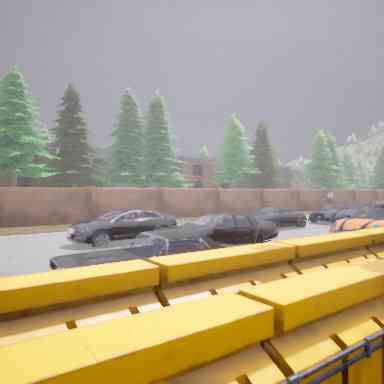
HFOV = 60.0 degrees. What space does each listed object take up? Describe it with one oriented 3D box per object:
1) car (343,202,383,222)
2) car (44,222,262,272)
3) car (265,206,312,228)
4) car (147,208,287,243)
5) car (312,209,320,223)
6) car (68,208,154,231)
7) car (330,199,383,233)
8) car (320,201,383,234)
[{"bbox_3d":[14.473,1.551,27.154,4.181,1.385,1.994,0,0,-35],"label":"car"},{"bbox_3d":[-0.796,1.599,7.709,4.718,1.301,1.895,0,0,-36],"label":"car"},{"bbox_3d":[5.131,1.557,20.526,4.181,1.385,1.994,0,0,-35],"label":"car"},{"bbox_3d":[1.158,1.544,13.402,5.357,1.411,2.033,0,0,-35],"label":"car"},{"bbox_3d":[10.426,1.553,24.194,4.181,1.385,1.994,0,0,-36],"label":"car"},{"bbox_3d":[-2.934,1.490,14.781,4.902,1.511,2.128,0,0,-35],"label":"car"},{"bbox_3d":[10.666,1.341,20.170,4.553,1.767,2.097,0,0,-35],"label":"car"},{"bbox_3d":[7.697,1.344,13.764,4.553,1.767,2.097,0,0,-35],"label":"car"}]
